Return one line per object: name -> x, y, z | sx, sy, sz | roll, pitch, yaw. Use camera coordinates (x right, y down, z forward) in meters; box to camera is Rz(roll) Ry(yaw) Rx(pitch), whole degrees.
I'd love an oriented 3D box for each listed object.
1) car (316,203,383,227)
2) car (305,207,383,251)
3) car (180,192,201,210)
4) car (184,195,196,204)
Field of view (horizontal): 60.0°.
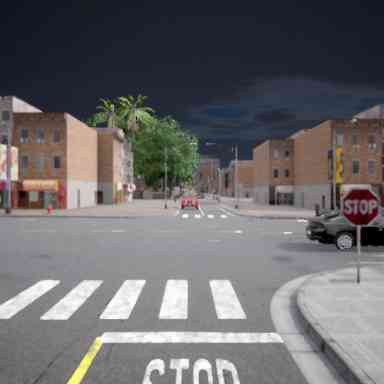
car -> 11.527, 1.573, 23.487 | 4.892, 1.490, 1.837 | 1, 1, 0
car -> 7.247, 1.519, 13.589 | 5.008, 1.535, 1.882 | 1, 0, 0
car -> -0.267, 1.131, 41.716 | 2.150, 2.045, 5.566 | 0, 0, 0
car -> -0.288, 1.343, 62.641 | 2.128, 1.511, 4.902 | 0, 0, 0
